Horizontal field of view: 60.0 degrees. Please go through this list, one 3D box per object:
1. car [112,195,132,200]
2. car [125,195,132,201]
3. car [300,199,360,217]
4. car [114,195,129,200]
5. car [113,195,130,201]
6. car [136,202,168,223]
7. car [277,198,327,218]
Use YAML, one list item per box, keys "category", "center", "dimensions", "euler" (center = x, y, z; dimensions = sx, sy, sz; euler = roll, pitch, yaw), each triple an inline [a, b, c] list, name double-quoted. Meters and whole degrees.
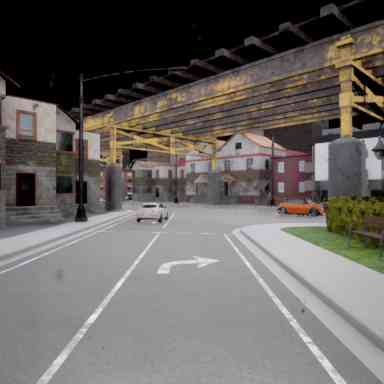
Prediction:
- category: "car"
  center: [-16.904, 1.295, 80.091]
  dimensions: [4.536, 1.218, 1.853]
  euler: [0, 0, -15]
- category: "car"
  center: [-16.954, 1.452, 80.078]
  dimensions: [4.974, 1.542, 2.038]
  euler: [0, 0, -15]
- category: "car"
  center: [13.326, 1.477, 32.295]
  dimensions: [1.882, 1.535, 5.008]
  euler: [0, 0, -45]
- category: "car"
  center: [-17.624, 1.295, 83.796]
  dimensions: [1.853, 1.218, 4.536]
  euler: [0, 0, 15]
- category: "car"
  center: [-17.637, 1.452, 83.746]
  dimensions: [2.038, 1.542, 4.974]
  euler: [0, 0, 15]
- category: "car"
  center: [-3.038, 1.526, 25.836]
  dimensions: [1.812, 1.442, 4.674]
  euler: [0, 0, 4]
- category: "car"
  center: [10.244, 1.352, 30.458]
  dimensions: [4.553, 1.767, 2.097]
  euler: [0, 0, 42]
